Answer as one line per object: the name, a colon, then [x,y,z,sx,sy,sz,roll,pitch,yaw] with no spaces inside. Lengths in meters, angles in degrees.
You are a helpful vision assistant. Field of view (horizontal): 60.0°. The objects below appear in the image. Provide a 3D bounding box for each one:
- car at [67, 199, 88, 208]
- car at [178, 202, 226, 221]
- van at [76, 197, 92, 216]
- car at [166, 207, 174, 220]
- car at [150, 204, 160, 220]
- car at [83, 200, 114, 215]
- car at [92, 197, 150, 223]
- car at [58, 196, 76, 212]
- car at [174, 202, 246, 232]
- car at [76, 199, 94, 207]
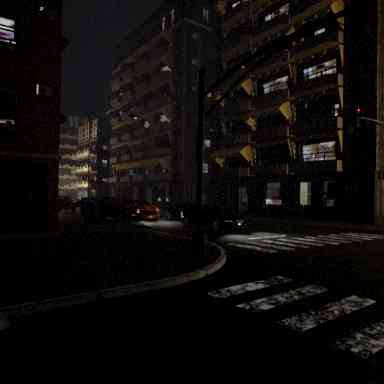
car: [-18.090,1.781,52.523,1.994,1.385,4.181,1,-1,-35]
car: [0.777,1.686,30.118,1.752,1.417,4.829,1,-1,-35]
van: [-8.774,1.354,29.980,1.690,1.788,3.998,1,-1,-35]
car: [-0.345,1.608,27.406,1.837,1.490,4.892,1,-1,-35]
car: [-4.549,1.404,28.285,2.097,1.767,4.553,1,-1,-35]
car: [-10.256,1.650,36.351,1.994,1.385,4.181,1,-1,-35]
car: [-5.552,1.310,25.429,2.192,1.841,5.009,1,-1,-35]
car: [-15.214,1.368,39.083,2.192,1.841,5.009,1,-1,-35]
car: [1.179,1.527,20.239,1.837,1.490,4.892,1,-1,-36]
car: [-18.448,1.867,57.286,1.802,1.307,4.206,1,-1,-35]
